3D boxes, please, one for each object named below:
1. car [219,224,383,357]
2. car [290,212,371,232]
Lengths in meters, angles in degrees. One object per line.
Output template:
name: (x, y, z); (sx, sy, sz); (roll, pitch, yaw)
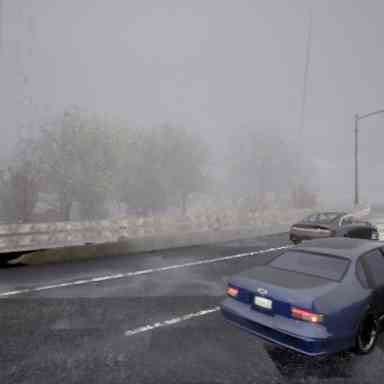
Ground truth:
car: (2.931, 1.583, 6.148); (5.357, 1.411, 2.033); (0, 0, -39)
car: (5.818, 1.567, 13.401); (4.902, 1.511, 2.128); (0, 0, -43)
